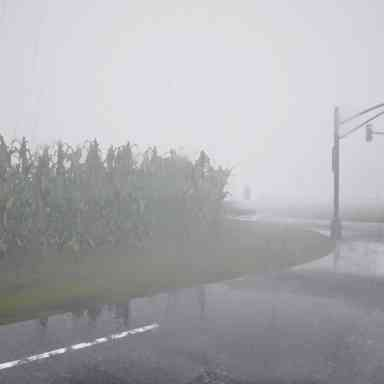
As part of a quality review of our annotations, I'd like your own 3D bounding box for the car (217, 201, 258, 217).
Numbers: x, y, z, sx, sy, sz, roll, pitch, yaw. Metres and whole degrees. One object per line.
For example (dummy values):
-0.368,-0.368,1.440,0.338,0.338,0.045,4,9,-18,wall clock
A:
3.770,1.503,30.542,2.033,1.411,5.357,1,0,-27,car
